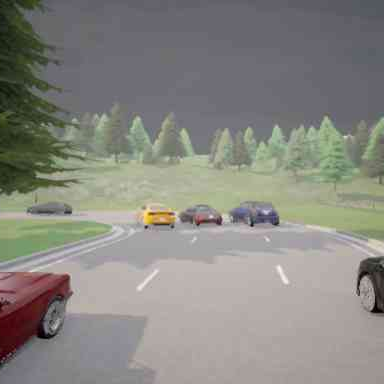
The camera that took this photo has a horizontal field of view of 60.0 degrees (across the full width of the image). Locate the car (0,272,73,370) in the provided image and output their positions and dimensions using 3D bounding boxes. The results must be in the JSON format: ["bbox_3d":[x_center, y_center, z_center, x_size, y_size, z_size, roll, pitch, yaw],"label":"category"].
[{"bbox_3d":[-3.103,1.605,3.660,1.895,1.301,4.718,0,0,4],"label":"car"}]

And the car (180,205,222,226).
[{"bbox_3d":[0.514,1.616,23.940,1.994,1.385,4.181,0,0,-22],"label":"car"}]

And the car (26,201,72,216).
[{"bbox_3d":[-14.137,1.620,33.067,4.181,1.385,1.994,0,0,4],"label":"car"}]

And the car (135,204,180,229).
[{"bbox_3d":[-2.556,1.523,22.319,1.882,1.535,5.008,1,-1,-18],"label":"car"}]

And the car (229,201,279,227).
[{"bbox_3d":[4.259,1.407,23.577,2.097,1.767,4.553,0,0,-15],"label":"car"}]

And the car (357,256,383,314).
[{"bbox_3d":[4.049,1.507,4.681,2.128,1.511,4.902,0,0,5],"label":"car"}]
